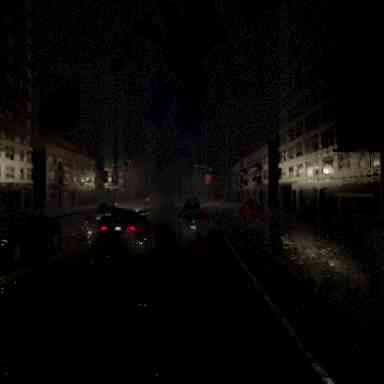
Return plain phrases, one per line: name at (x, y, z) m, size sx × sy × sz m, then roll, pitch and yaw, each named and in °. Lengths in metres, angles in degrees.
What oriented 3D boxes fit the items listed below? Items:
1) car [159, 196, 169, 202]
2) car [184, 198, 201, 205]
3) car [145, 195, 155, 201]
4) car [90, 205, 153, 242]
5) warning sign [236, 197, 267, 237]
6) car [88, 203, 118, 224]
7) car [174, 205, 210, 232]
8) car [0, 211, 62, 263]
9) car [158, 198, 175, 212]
car at (-6.546, 1.675, 78.125) m, size 1.994 × 1.385 × 4.181 m, roll 0°, pitch 0°, yaw 0°
car at (0.054, 1.549, 44.237) m, size 2.097 × 1.767 × 4.553 m, roll 0°, pitch 0°, yaw 0°
car at (-9.796, 1.478, 78.154) m, size 2.097 × 1.767 × 4.553 m, roll 0°, pitch 0°, yaw 0°
car at (-3.159, 1.619, 16.656) m, size 2.033 × 1.411 × 5.357 m, roll 0°, pitch 0°, yaw 0°
warning sign at (2.845, 1.184, 16.086) m, size 1.300 × 1.860 × 1.060 m, roll 0°, pitch 0°, yaw 0°
car at (-6.601, 1.603, 25.806) m, size 2.128 × 1.511 × 4.902 m, roll 0°, pitch 0°, yaw 0°
car at (0.091, 1.689, 20.569) m, size 1.895 × 1.301 × 4.718 m, roll 0°, pitch 0°, yaw 0°
car at (-6.605, 1.530, 12.457) m, size 1.882 × 1.535 × 5.008 m, roll 0°, pitch 0°, yaw 0°
car at (-3.201, 1.752, 42.205) m, size 1.994 × 1.385 × 4.181 m, roll 0°, pitch 0°, yaw 0°
